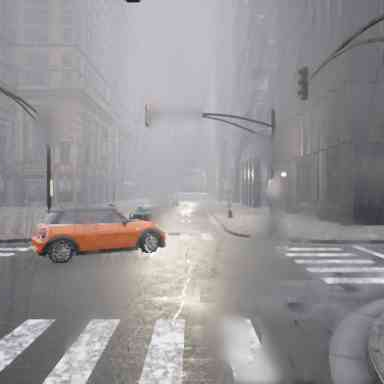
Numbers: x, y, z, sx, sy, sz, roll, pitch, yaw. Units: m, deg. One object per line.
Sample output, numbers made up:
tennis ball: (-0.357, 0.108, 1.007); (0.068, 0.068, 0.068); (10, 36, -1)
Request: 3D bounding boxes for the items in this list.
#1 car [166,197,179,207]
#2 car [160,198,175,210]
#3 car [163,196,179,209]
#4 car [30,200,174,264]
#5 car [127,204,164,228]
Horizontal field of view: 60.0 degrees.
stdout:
car: (-3.071, 1.520, 53.213); (1.812, 1.442, 4.674); (0, 0, 0)
car: (-3.105, 1.558, 33.170); (1.994, 1.385, 4.181); (0, 0, 0)
car: (-3.111, 1.345, 43.172); (2.097, 1.767, 4.553); (0, 0, 0)
car: (-3.222, 1.329, 11.942); (4.553, 1.767, 2.097); (0, 0, -33)
car: (-3.108, 1.596, 23.228); (1.895, 1.301, 4.718); (0, 0, 0)
